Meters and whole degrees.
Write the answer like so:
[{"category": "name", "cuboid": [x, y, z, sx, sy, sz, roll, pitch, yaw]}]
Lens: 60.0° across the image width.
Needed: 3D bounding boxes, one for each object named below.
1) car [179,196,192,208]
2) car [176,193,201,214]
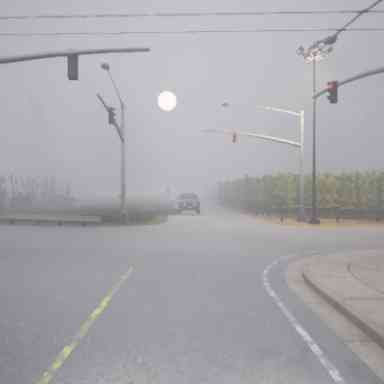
[{"category": "car", "cuboid": [-0.959, 1.342, 46.724, 1.812, 1.442, 4.674, 0, 1, -3]}, {"category": "car", "cuboid": [-0.361, 1.097, 33.826, 2.150, 2.045, 5.566, 0, 0, -3]}]
